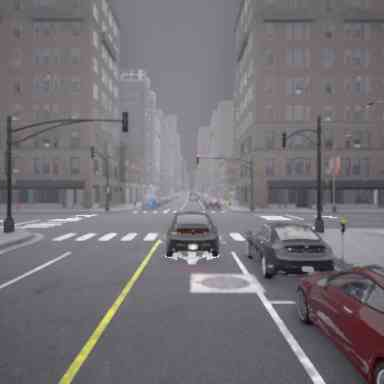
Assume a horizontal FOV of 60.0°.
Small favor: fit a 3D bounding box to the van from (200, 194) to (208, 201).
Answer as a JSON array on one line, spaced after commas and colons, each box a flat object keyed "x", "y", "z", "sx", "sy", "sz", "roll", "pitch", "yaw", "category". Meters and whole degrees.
[{"x": 2.999, "y": 1.287, "z": 84.202, "sx": 1.690, "sy": 1.788, "sz": 3.998, "roll": 0, "pitch": 0, "yaw": 0, "category": "van"}]

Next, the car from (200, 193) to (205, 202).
[{"x": 2.869, "y": 1.408, "z": 55.856, "sx": 1.967, "sy": 1.590, "sz": 4.097, "roll": 0, "pitch": 0, "yaw": 0, "category": "car"}]

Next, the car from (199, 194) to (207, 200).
[{"x": 3.025, "y": 1.380, "z": 89.872, "sx": 1.967, "sy": 1.590, "sz": 4.097, "roll": 0, "pitch": 0, "yaw": 0, "category": "car"}]

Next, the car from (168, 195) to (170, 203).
[{"x": -5.631, "y": 1.546, "z": 61.560, "sx": 1.802, "sy": 1.307, "sz": 4.206, "roll": 0, "pitch": 0, "yaw": 0, "category": "car"}]

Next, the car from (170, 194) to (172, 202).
[{"x": -5.605, "y": 1.526, "z": 67.228, "sx": 1.947, "sy": 1.339, "sz": 4.313, "roll": 0, "pitch": 0, "yaw": 0, "category": "car"}]

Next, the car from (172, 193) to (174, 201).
[{"x": -5.579, "y": 1.481, "z": 72.726, "sx": 1.752, "sy": 1.417, "sz": 4.829, "roll": 0, "pitch": 0, "yaw": 0, "category": "car"}]

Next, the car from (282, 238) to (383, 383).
[{"x": 2.668, "y": 1.579, "z": 4.274, "sx": 1.802, "sy": 1.307, "sz": 4.206, "roll": 0, "pitch": 0, "yaw": 0, "category": "car"}]

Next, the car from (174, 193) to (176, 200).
[{"x": -5.553, "y": 1.517, "z": 78.564, "sx": 1.947, "sy": 1.339, "sz": 4.313, "roll": 0, "pitch": 0, "yaw": 0, "category": "car"}]

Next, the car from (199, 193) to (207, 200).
[{"x": 3.050, "y": 1.249, "z": 95.540, "sx": 2.192, "sy": 1.841, "sz": 5.009, "roll": 0, "pitch": 0, "yaw": 0, "category": "car"}]

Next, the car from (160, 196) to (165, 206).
[{"x": -5.683, "y": 1.411, "z": 50.223, "sx": 1.967, "sy": 1.590, "sz": 4.097, "roll": 0, "pitch": 0, "yaw": 0, "category": "car"}]

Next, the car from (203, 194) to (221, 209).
[{"x": 2.817, "y": 1.414, "z": 44.518, "sx": 1.967, "sy": 1.590, "sz": 4.097, "roll": 0, "pitch": 0, "yaw": 0, "category": "car"}]

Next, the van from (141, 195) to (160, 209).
[{"x": -5.709, "y": 1.315, "z": 44.555, "sx": 1.690, "sy": 1.788, "sz": 3.998, "roll": 0, "pitch": 0, "yaw": 0, "category": "van"}]

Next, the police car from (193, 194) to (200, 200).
[{"x": 1.157, "y": 1.364, "z": 90.616, "sx": 1.930, "sy": 1.638, "sz": 5.238, "roll": 0, "pitch": 0, "yaw": -1, "category": "police car"}]

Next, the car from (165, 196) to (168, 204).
[{"x": -5.656, "y": 1.533, "z": 55.891, "sx": 1.947, "sy": 1.339, "sz": 4.313, "roll": 0, "pitch": 0, "yaw": 0, "category": "car"}]

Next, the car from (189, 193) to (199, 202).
[{"x": 0.285, "y": 1.498, "z": 74.089, "sx": 1.994, "sy": 1.385, "sz": 4.181, "roll": 0, "pitch": 0, "yaw": 0, "category": "car"}]

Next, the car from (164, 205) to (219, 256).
[{"x": -0.025, "y": 1.497, "z": 13.088, "sx": 1.837, "sy": 1.490, "sz": 4.892, "roll": 0, "pitch": 0, "yaw": -1, "category": "car"}]

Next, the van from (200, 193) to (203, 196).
[{"x": 2.921, "y": 1.301, "z": 67.194, "sx": 1.690, "sy": 1.788, "sz": 3.998, "roll": 0, "pitch": 0, "yaw": 0, "category": "van"}]

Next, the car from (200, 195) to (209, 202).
[{"x": 2.973, "y": 1.502, "z": 78.533, "sx": 2.008, "sy": 1.369, "sz": 4.403, "roll": 0, "pitch": 0, "yaw": 0, "category": "car"}]

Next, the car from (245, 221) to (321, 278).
[{"x": 2.669, "y": 1.544, "z": 9.868, "sx": 2.008, "sy": 1.369, "sz": 4.403, "roll": 0, "pitch": 0, "yaw": 0, "category": "car"}]
